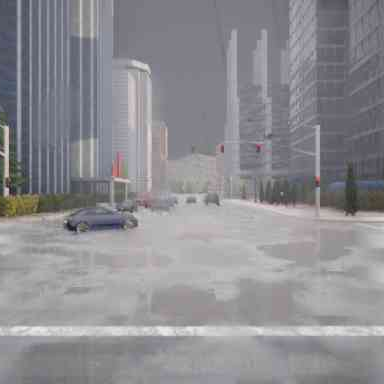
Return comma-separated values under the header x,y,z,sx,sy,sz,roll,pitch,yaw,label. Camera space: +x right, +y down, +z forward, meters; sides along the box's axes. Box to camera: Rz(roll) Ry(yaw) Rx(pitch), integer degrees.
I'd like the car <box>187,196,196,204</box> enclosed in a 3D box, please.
x,y,z,sx,sy,sz,roll,pitch,yaw,label
-0.127,1.547,65.752,2.128,1.511,4.902,0,0,0,car

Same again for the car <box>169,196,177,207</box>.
x,y,z,sx,sy,sz,roll,pitch,yaw,label
-3.669,1.643,49.644,1.895,1.301,4.718,0,0,0,car

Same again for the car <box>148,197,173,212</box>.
x,y,z,sx,sy,sz,roll,pitch,yaw,label
-3.657,1.598,39.637,1.994,1.385,4.181,0,0,0,car

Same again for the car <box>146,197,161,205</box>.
x,y,z,sx,sy,sz,roll,pitch,yaw,label
-7.170,1.600,62.224,2.033,1.411,5.357,0,0,0,car

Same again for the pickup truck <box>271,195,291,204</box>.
x,y,z,sx,sy,sz,roll,pitch,yaw,label
16.502,1.111,61.523,2.390,2.098,6.274,0,0,30,pickup truck

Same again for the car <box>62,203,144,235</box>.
x,y,z,sx,sy,sz,roll,pitch,yaw,label
-5.275,1.580,19.250,4.181,1.385,1.994,0,0,-37,car

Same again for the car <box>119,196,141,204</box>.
x,y,z,sx,sy,sz,roll,pitch,yaw,label
-7.159,1.536,36.596,1.837,1.490,4.892,0,0,0,car

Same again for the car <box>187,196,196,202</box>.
x,y,z,sx,sy,sz,roll,pitch,yaw,label
-0.147,1.484,76.073,1.895,1.301,4.718,0,0,0,car

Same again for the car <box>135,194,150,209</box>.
x,y,z,sx,sy,sz,roll,pitch,yaw,label
-7.171,1.260,47.150,2.150,2.045,5.566,0,0,0,car

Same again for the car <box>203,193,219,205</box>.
x,y,z,sx,sy,sz,roll,pitch,yaw,label
3.488,1.271,58.213,2.150,2.045,5.566,0,0,0,car
